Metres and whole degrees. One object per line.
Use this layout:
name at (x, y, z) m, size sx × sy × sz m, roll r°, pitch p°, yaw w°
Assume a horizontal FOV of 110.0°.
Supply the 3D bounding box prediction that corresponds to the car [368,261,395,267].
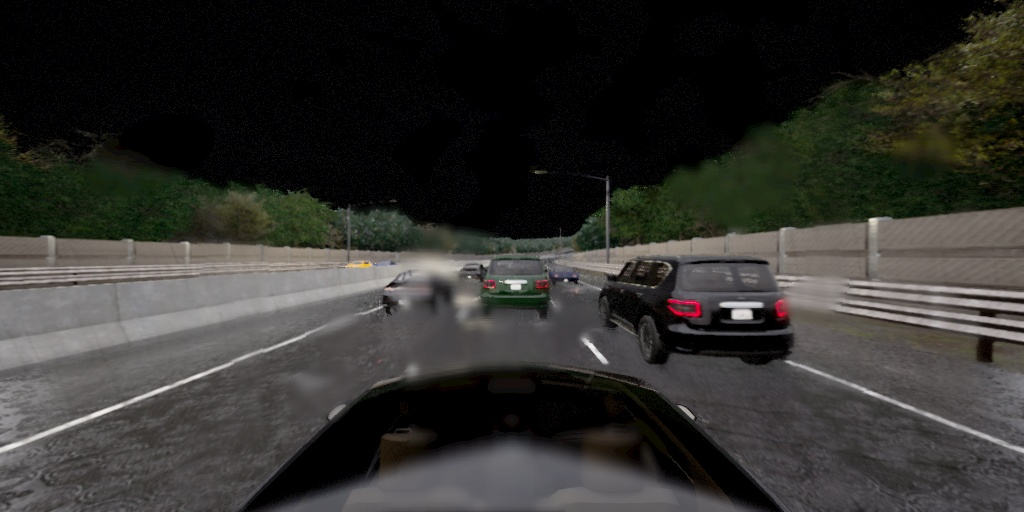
car at (-16.678, 1.395, 47.394) m, size 1.882 × 1.535 × 5.008 m, roll 0°, pitch -1°, yaw 2°

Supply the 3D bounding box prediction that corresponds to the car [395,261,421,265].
car at (-13.185, 1.400, 47.201) m, size 1.882 × 1.535 × 5.008 m, roll 0°, pitch 0°, yaw 2°

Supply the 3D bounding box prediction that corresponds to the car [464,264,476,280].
car at (-3.073, 1.349, 29.255) m, size 1.837 × 1.490 × 4.892 m, roll 0°, pitch 0°, yaw 1°

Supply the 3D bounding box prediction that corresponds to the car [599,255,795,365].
car at (3.586, 0.993, 8.216) m, size 2.150 × 2.045 × 5.566 m, roll 0°, pitch 0°, yaw 1°

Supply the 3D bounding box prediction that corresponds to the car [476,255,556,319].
car at (0.150, 1.003, 13.022) m, size 2.150 × 2.045 × 5.566 m, roll 0°, pitch 0°, yaw 1°

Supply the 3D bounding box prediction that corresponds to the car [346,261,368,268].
car at (-20.167, 1.384, 47.559) m, size 1.882 × 1.535 × 5.008 m, roll 1°, pitch 0°, yaw 2°

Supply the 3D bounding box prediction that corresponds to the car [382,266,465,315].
car at (-3.341, 1.274, 13.677) m, size 2.128 × 1.511 × 4.902 m, roll 0°, pitch 0°, yaw 1°

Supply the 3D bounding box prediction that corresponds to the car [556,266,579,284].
car at (3.888, 1.446, 27.677) m, size 1.895 × 1.301 × 4.718 m, roll 0°, pitch 0°, yaw 1°
